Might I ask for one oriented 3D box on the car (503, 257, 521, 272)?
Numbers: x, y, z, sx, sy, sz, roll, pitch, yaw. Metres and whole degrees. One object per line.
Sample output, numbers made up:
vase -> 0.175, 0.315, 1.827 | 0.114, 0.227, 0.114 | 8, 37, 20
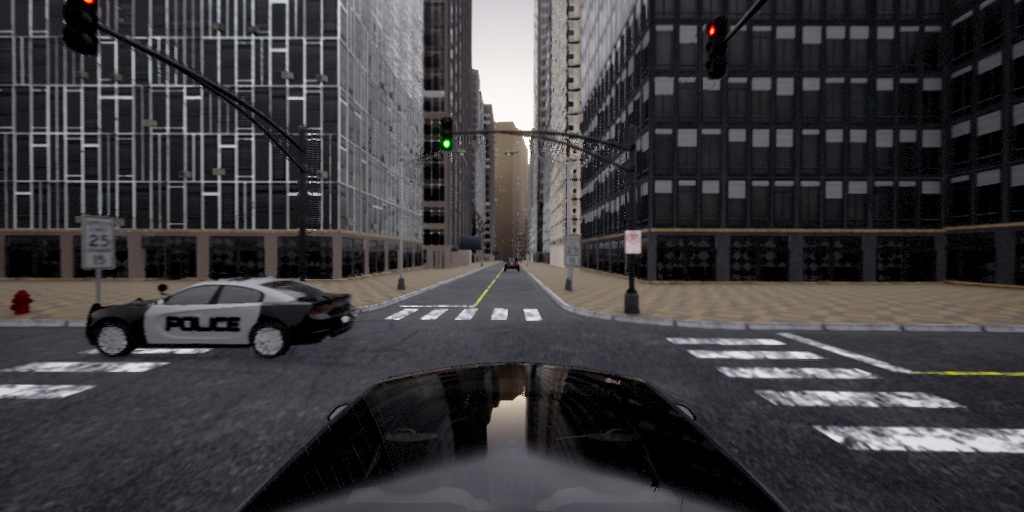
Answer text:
car -> 0.002, 1.144, 49.621 | 2.150, 2.045, 5.566 | 0, 0, 0

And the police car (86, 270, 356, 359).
police car -> -6.173, 1.153, 7.788 | 5.238, 1.638, 1.930 | 0, 0, 1
